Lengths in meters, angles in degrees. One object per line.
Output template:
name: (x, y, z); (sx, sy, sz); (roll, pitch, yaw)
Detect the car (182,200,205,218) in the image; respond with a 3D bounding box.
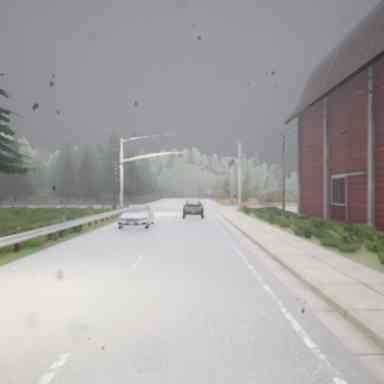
car: (0.113, 1.487, 30.206); (2.128, 1.511, 4.902); (0, 0, 0)

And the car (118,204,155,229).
car: (-3.492, 1.534, 21.549); (1.812, 1.442, 4.674); (0, 0, 0)
